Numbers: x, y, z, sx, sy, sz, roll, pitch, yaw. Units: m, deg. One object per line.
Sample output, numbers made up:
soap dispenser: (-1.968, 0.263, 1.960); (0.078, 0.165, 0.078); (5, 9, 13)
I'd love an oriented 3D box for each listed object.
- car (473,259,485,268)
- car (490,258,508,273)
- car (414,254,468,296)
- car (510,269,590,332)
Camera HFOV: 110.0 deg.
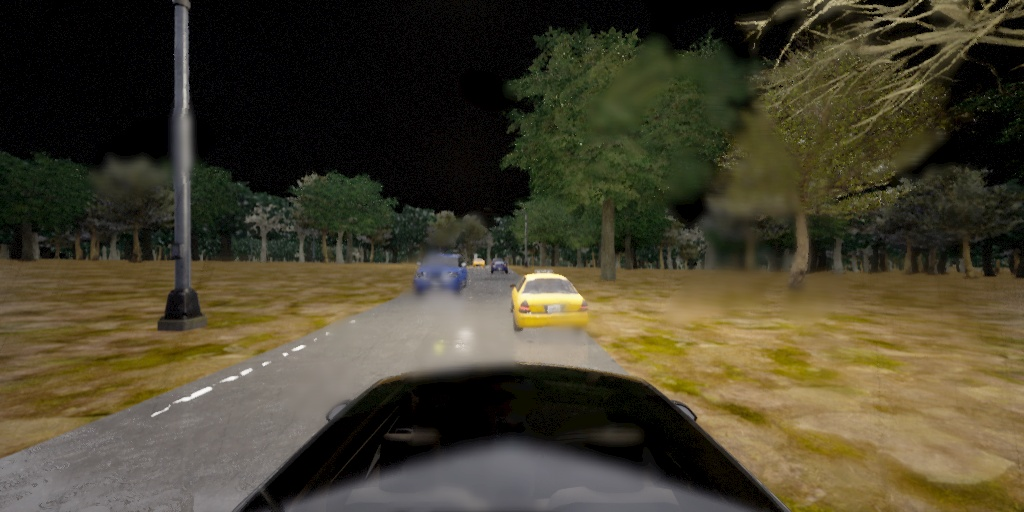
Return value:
car: (-5.535, 1.230, 60.290); (1.882, 1.535, 5.008); (0, 0, -2)
car: (-1.460, 1.220, 41.424); (1.812, 1.442, 4.674); (0, 0, -3)
car: (-3.567, 0.911, 18.984); (2.150, 2.045, 5.566); (0, 0, -3)
car: (0.912, 1.172, 10.709); (1.801, 1.575, 5.366); (0, 0, -2)
